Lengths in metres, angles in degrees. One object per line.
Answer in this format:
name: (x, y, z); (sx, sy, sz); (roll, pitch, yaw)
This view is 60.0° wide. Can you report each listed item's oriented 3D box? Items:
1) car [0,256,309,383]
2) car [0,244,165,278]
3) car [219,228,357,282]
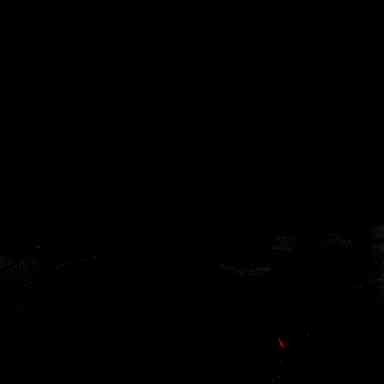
car: (-1.098, 1.564, 2.596); (4.181, 1.385, 1.994); (0, 0, -35)
car: (-1.998, 1.566, 5.111); (4.313, 1.339, 1.947); (0, 0, -35)
car: (2.483, 1.582, 8.302); (4.206, 1.307, 1.802); (0, 0, -35)
